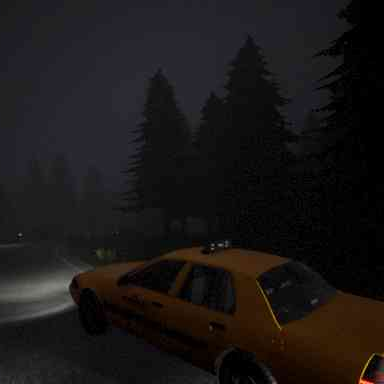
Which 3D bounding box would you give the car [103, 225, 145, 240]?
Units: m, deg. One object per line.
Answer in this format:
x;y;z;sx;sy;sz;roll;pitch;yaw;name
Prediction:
-7.442;4.510;36.950;2.033;1.411;5.357;-4;-8;20;car

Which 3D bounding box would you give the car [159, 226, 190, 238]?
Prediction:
-2.326;5.543;46.260;1.882;1.535;5.008;-5;-8;30;car

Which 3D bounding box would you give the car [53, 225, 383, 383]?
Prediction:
0.143;1.440;4.734;5.366;1.575;1.801;0;1;43;car

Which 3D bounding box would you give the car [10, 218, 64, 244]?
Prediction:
-12.752;3.224;28.103;2.150;2.045;5.566;-4;-7;7;car
